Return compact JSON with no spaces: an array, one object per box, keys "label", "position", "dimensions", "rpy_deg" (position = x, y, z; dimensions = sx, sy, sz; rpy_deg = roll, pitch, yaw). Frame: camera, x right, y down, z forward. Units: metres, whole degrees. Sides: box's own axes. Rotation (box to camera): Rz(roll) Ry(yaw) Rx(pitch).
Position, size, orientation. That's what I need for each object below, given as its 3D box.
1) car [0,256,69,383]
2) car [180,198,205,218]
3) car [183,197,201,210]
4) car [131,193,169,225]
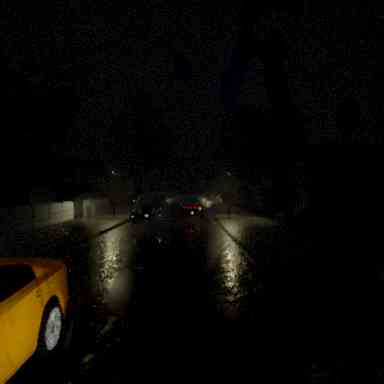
[{"label":"car","position":[-2.849,1.466,3.175],"dimensions":[1.882,1.535,5.008],"rpy_deg":[0,1,0]},{"label":"car","position":[0.043,1.386,28.881],"dimensions":[1.837,1.490,4.892],"rpy_deg":[0,0,0]},{"label":"car","position":[0.012,1.376,40.377],"dimensions":[2.033,1.411,5.357],"rpy_deg":[0,0,1]},{"label":"car","position":[-2.876,1.124,23.797],"dimensions":[2.150,2.045,5.566],"rpy_deg":[0,0,0]}]
